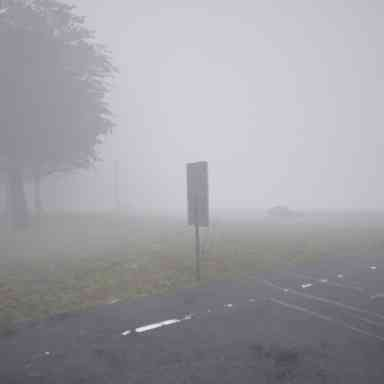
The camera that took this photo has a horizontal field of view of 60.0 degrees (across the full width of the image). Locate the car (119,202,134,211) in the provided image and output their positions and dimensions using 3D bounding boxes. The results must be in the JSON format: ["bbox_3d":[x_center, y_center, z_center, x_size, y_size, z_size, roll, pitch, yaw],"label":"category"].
[{"bbox_3d":[-15.456,3.323,78.043,2.150,2.045,5.566,-2,-1,-28],"label":"car"}]

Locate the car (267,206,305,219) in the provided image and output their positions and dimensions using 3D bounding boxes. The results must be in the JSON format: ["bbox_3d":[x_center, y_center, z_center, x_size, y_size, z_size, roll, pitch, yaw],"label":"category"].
[{"bbox_3d":[10.722,2.309,38.376,1.812,1.442,4.674,-2,0,-35],"label":"car"}]
